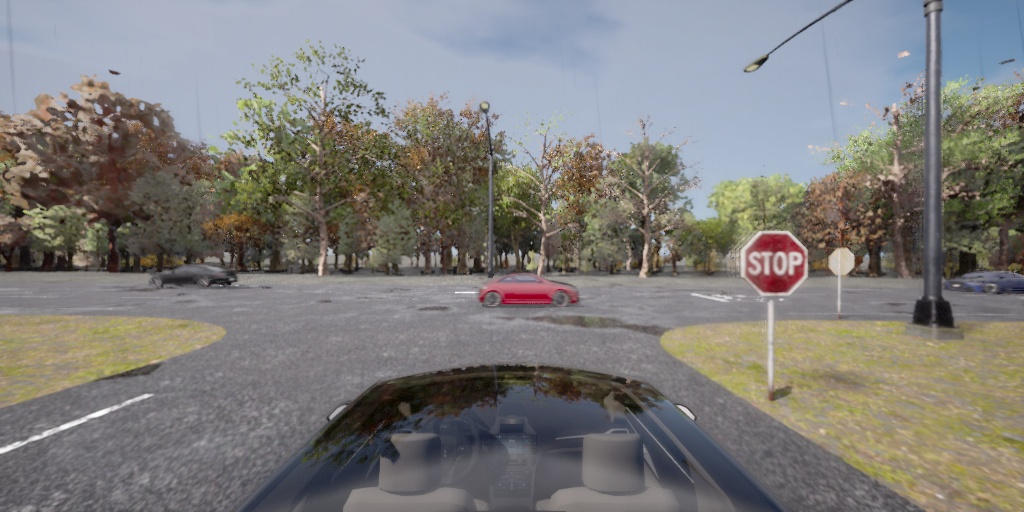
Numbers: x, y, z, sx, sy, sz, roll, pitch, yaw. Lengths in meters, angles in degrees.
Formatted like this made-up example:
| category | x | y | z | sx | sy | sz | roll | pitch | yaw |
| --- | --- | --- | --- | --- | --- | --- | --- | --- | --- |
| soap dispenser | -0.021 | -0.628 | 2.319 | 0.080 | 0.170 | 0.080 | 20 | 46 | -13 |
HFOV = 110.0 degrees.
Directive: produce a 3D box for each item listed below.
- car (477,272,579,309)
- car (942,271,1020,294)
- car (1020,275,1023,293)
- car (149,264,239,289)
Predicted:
| category | x | y | z | sx | sy | sz | roll | pitch | yaw |
| --- | --- | --- | --- | --- | --- | --- | --- | --- | --- |
| car | 0.655 | 1.363 | 14.887 | 4.181 | 1.385 | 1.994 | 0 | 0 | 0 |
| car | 28.936 | 1.609 | 21.720 | 4.181 | 1.385 | 1.994 | 0 | 0 | 0 |
| car | 24.999 | 1.428 | 14.755 | 4.902 | 1.511 | 2.128 | 0 | 0 | 0 |
| car | -19.509 | 1.240 | 22.115 | 4.674 | 1.442 | 1.812 | 0 | 0 | 1 |
